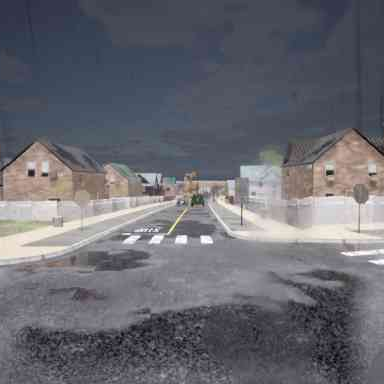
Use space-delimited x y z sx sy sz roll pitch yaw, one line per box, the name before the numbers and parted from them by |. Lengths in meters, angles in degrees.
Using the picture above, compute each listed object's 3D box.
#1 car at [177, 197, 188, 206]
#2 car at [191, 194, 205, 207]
car | -1.629 1.655 58.071 2.128 1.511 4.902 0 0 2
car | 0.969 1.363 53.824 2.150 2.045 5.566 0 0 2
